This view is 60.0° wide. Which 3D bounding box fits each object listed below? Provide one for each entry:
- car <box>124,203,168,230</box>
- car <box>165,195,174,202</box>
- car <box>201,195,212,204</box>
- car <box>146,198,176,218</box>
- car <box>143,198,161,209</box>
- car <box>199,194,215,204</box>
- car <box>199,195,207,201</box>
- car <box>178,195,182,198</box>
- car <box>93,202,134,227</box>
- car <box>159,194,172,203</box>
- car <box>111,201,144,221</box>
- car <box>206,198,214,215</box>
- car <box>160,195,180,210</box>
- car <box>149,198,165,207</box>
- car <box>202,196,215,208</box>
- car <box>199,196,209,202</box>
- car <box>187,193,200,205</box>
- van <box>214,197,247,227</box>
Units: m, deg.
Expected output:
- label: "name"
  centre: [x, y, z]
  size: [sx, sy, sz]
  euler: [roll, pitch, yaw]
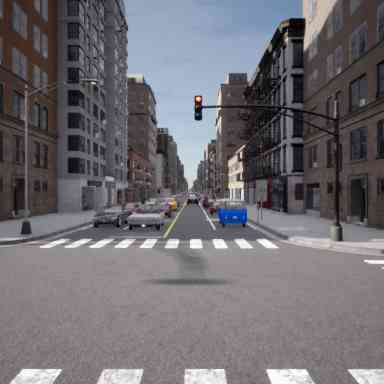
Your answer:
- label: "car"
  centre: [-2.804, 1.600, 21.136]
  size: [1.895, 1.301, 4.718]
  euler: [0, 0, -1]
- label: "car"
  centre: [-5.330, 1.409, 79.247]
  size: [1.967, 1.590, 4.097]
  euler: [0, 0, 0]
- label: "car"
  centre: [2.683, 1.422, 62.201]
  size: [1.967, 1.590, 4.097]
  euler: [0, 0, 0]
- label: "car"
  centre: [-2.824, 1.562, 30.281]
  size: [1.994, 1.385, 4.181]
  euler: [0, 0, 0]
- label: "car"
  centre: [-5.355, 1.519, 44.987]
  size: [1.752, 1.417, 4.829]
  euler: [0, 0, 0]
- label: "car"
  centre: [2.675, 1.305, 50.839]
  size: [2.192, 1.841, 5.009]
  euler: [0, 0, 0]
- label: "car"
  centre: [2.700, 1.530, 84.926]
  size: [1.947, 1.339, 4.313]
  euler: [0, 0, 0]
- label: "car"
  centre: [-2.773, 1.591, 50.033]
  size: [1.895, 1.301, 4.718]
  euler: [0, 0, 0]
- label: "car"
  centre: [-5.372, 1.550, 22.429]
  size: [2.008, 1.369, 4.403]
  euler: [0, 0, 0]
- label: "car"
  centre: [-5.338, 1.292, 67.884]
  size: [2.192, 1.841, 5.009]
  euler: [0, 0, 0]
- label: "car"
  centre: [-5.367, 1.543, 28.111]
  size: [1.887, 1.381, 4.507]
  euler: [0, 0, 0]
- label: "car"
  centre: [2.662, 1.580, 33.794]
  size: [1.802, 1.307, 4.206]
  euler: [0, 0, 0]
- label: "car"
  centre: [-2.814, 1.474, 39.927]
  size: [1.882, 1.535, 5.008]
  euler: [0, 0, 0]
- label: "car"
  centre: [-5.350, 1.556, 50.839]
  size: [1.947, 1.339, 4.313]
  euler: [0, 0, 0]
- label: "car"
  centre: [2.670, 1.576, 45.157]
  size: [1.802, 1.307, 4.206]
  euler: [0, 0, 0]
- label: "car"
  centre: [2.691, 1.524, 73.563]
  size: [2.008, 1.369, 4.403]
  euler: [0, 0, 0]
- label: "car"
  centre: [0.152, 1.463, 56.855]
  size: [1.882, 1.535, 5.008]
  euler: [0, 0, 0]
- label: "van"
  centre: [2.653, 1.340, 22.432]
  size: [1.690, 1.788, 3.998]
  euler: [0, 0, 0]
